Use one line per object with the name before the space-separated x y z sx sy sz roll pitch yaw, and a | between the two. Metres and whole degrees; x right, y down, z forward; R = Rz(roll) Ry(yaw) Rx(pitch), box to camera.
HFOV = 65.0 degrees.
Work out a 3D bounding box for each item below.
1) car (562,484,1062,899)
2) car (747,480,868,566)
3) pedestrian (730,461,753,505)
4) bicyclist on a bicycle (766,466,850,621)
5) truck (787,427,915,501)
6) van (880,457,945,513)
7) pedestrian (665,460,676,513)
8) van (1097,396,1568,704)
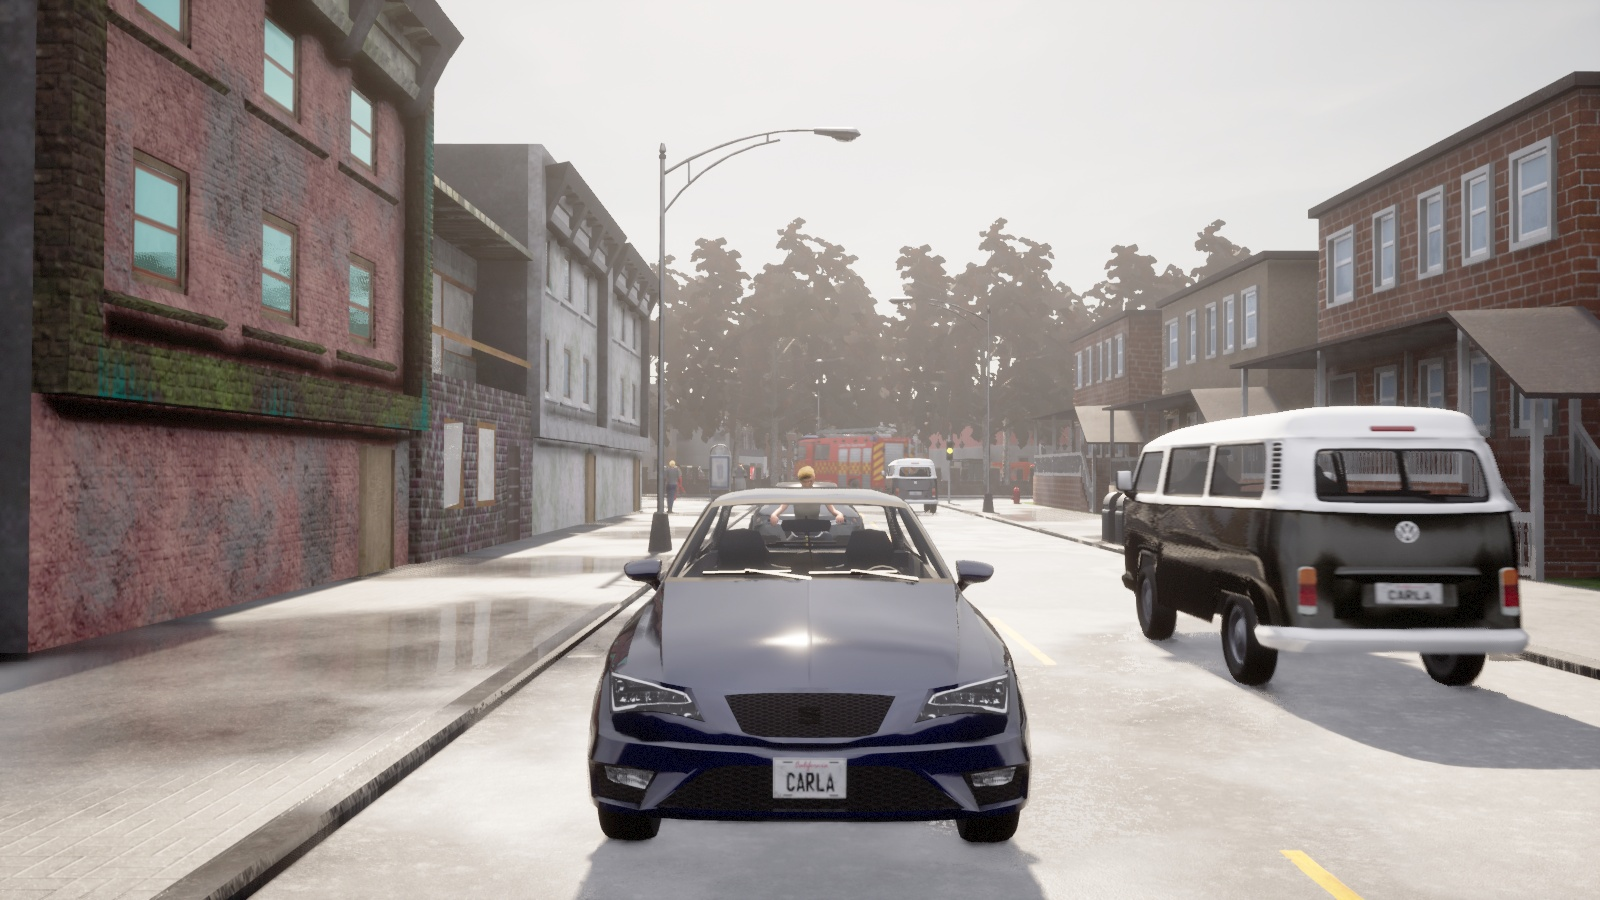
car | 0.049 0.940 6.673 1.816 1.474 4.193 0 -1 0
car | 0.126 1.261 22.824 1.994 1.385 4.181 0 -1 0
pedestrian | -2.636 1.478 56.317 0.659 1.952 0.873 -1 -1 28
bicyclist on a bicycle | 0.084 0.983 13.839 0.866 1.612 1.509 0 -1 0
truck | 2.651 0.793 68.813 2.891 3.827 8.468 1 -1 -30
van | 4.246 1.326 48.081 2.069 2.038 4.480 0 -1 0
pedestrian | -4.493 1.274 43.654 0.354 1.836 0.706 0 -1 -5
van | 4.066 0.699 10.587 2.069 2.038 4.480 0 -1 0
